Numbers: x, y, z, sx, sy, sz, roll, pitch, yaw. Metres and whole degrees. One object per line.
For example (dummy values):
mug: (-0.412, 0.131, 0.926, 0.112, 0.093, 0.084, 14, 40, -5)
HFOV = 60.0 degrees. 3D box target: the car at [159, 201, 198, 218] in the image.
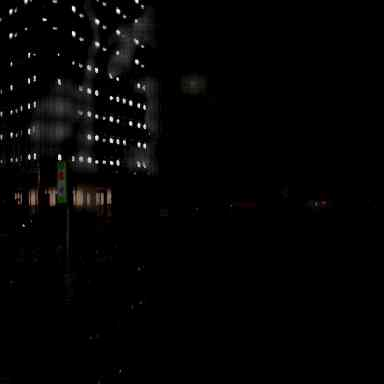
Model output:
car: (-1.291, 1.709, 33.534, 2.128, 1.511, 4.902, 0, 0, 34)

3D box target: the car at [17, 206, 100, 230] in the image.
car: (-8.797, 1.680, 22.537, 2.033, 1.411, 5.357, 0, -1, 34)

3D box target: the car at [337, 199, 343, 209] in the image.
car: (21.955, 1.817, 51.034, 1.882, 1.535, 5.008, 0, 0, 31)

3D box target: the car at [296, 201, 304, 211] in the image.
car: (14.161, 1.900, 44.655, 1.895, 1.301, 4.718, 0, -1, 33)

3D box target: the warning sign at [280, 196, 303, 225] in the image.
warning sign: (6.859, 1.251, 22.931, 1.300, 1.860, 1.060, 0, 0, 34)

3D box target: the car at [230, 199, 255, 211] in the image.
car: (6.989, 1.789, 45.766, 1.882, 1.535, 5.008, 0, -1, 34)

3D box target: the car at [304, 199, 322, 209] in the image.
car: (19.176, 1.879, 52.719, 1.812, 1.442, 4.674, 0, 0, 31)

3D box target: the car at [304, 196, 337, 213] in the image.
car: (16.446, 1.501, 42.214, 2.150, 2.045, 5.566, 0, -1, 34)
